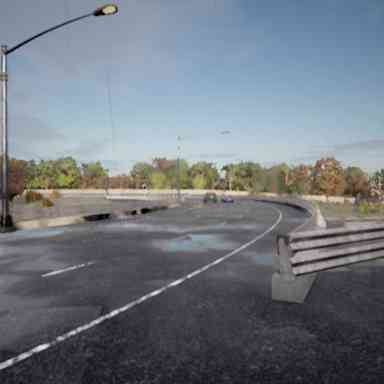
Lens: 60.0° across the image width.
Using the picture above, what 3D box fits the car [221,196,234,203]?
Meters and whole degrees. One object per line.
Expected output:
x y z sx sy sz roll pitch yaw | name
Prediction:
6.749 1.365 63.074 1.994 1.385 4.181 0 0 -2 | car

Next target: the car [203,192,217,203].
3.328 1.039 61.480 2.150 2.045 5.566 0 0 -3 | car
